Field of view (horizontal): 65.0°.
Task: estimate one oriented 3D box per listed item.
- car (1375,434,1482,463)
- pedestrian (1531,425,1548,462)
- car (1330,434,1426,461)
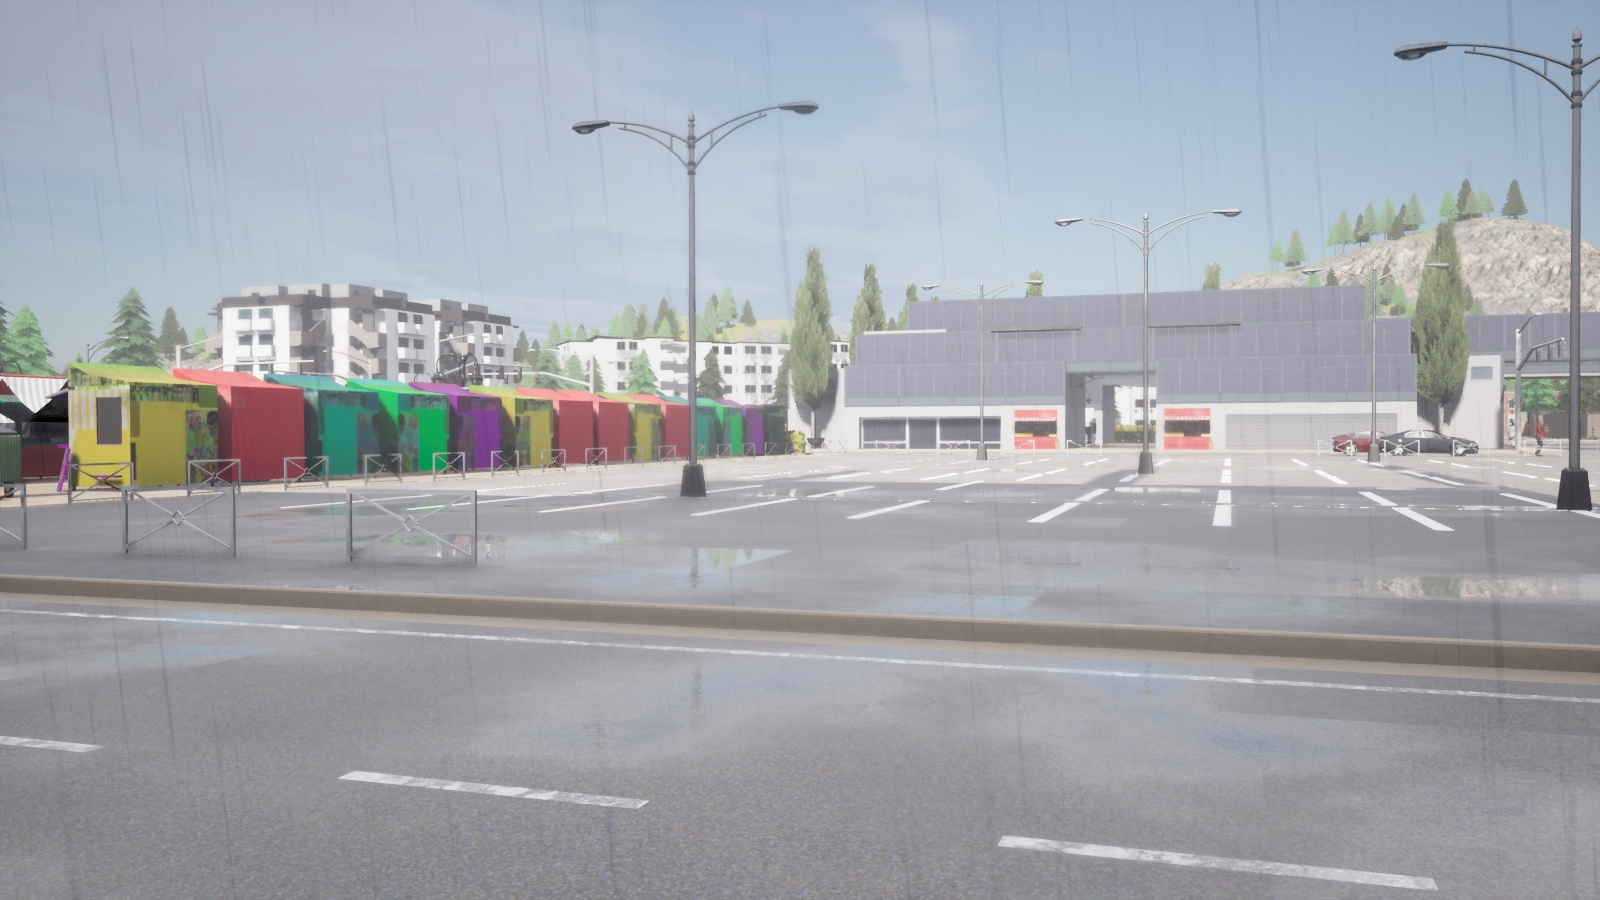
[{"bbox_3d":[33.860,-0.120,67.801,4.902,1.511,2.128,1,1,20],"label":"car"},{"bbox_3d":[36.730,-0.320,62.381,0.636,1.846,0.331,1,1,18],"label":"pedestrian"},{"bbox_3d":[32.991,-0.145,71.838,4.792,1.488,2.163,1,1,20],"label":"car"}]
